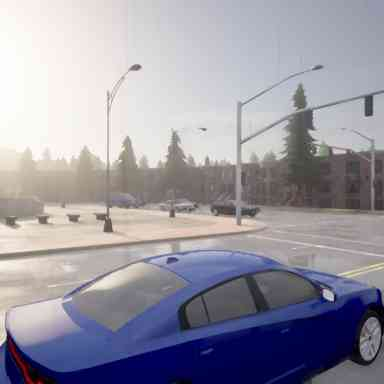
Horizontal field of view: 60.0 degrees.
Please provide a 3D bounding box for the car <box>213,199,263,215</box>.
[{"bbox_3d":[4.734,1.547,35.216,2.033,1.411,5.357,0,0,-36],"label":"car"}]

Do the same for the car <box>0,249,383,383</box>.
[{"bbox_3d":[0.462,1.478,4.126,5.008,1.535,1.882,0,0,-35],"label":"car"}]

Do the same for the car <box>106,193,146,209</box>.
[{"bbox_3d":[-9.472,1.221,45.603,5.566,2.045,2.150,0,0,36],"label":"car"}]

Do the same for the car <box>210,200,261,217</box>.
[{"bbox_3d":[3.772,1.478,30.569,1.882,1.535,5.008,0,0,-36],"label":"car"}]

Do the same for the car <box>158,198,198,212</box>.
[{"bbox_3d":[-1.827,1.601,38.048,1.895,1.301,4.718,0,0,-39],"label":"car"}]

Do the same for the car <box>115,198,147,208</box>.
[{"bbox_3d":[-9.102,1.601,49.599,4.718,1.301,1.895,0,0,34],"label":"car"}]

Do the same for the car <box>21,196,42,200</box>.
[{"bbox_3d":[-29.909,1.505,60.665,4.892,1.490,1.837,0,0,5],"label":"car"}]
